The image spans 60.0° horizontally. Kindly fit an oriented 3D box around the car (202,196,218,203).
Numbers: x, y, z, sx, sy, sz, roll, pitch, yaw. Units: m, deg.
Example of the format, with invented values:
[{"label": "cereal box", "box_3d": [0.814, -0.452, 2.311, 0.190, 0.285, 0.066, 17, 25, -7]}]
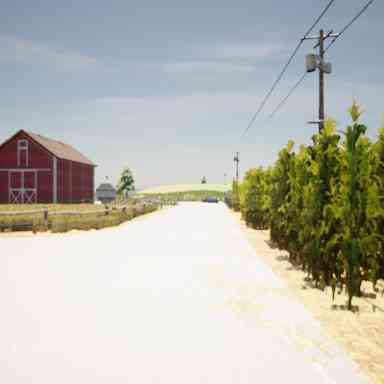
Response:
[{"label": "car", "box_3d": [3.599, 1.557, 66.299, 1.994, 1.385, 4.181, 0, 0, -20]}]
